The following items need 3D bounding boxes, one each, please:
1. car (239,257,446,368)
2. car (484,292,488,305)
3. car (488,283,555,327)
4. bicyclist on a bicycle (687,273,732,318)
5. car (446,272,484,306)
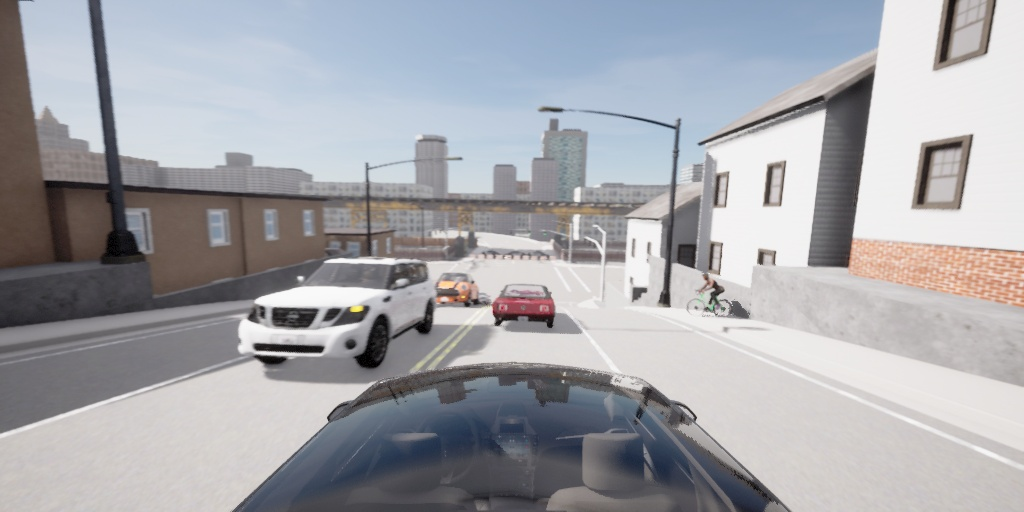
[{"bbox_3d":[-3.368,1.031,8.392,2.150,2.045,5.566,1,-1,3],"label":"car"},{"bbox_3d":[-2.629,3.509,28.269,1.812,1.442,4.674,1,-14,2],"label":"car"},{"bbox_3d":[0.476,1.598,12.685,1.895,1.301,4.718,1,-1,4],"label":"car"},{"bbox_3d":[7.312,1.472,13.264,1.656,1.620,0.582,2,-1,3],"label":"bicyclist on a bicycle"},{"bbox_3d":[-2.928,1.608,18.348,2.097,1.767,4.553,1,-6,2],"label":"car"}]
